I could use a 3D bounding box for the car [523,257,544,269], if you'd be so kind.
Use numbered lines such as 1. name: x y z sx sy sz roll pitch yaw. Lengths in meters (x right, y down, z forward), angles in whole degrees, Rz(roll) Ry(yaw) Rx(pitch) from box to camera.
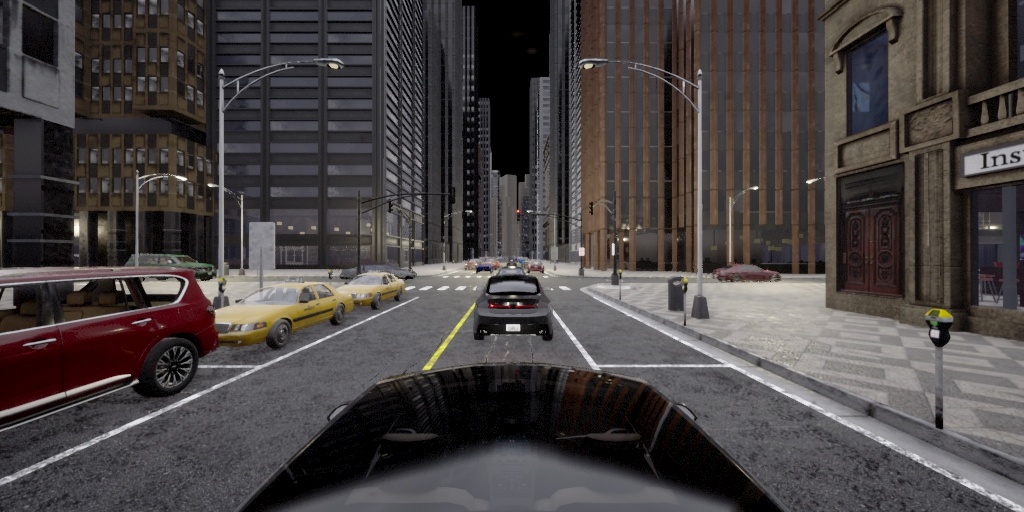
1. car: 2.668 1.196 41.801 1.967 1.591 4.097 0 0 0

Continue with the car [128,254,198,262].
1. car: -25.178 0.887 26.570 5.566 2.045 2.150 1 0 0

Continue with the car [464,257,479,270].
1. car: -5.883 1.199 52.980 1.967 1.591 4.097 0 0 0

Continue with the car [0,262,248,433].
1. car: -5.766 1.065 3.784 2.192 1.841 5.009 0 0 0

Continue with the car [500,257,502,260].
1. car: -3.213 1.115 61.960 2.097 1.767 4.553 0 0 0

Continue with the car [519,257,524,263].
1. car: 2.628 1.312 58.628 2.007 1.370 4.403 0 0 0

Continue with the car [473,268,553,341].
1. car: 0.037 1.255 9.909 1.837 1.490 4.892 0 0 0

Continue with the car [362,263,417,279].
1. car: -9.980 1.270 27.044 5.357 1.411 2.033 0 0 -7

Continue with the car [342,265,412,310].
1. car: -5.792 1.276 14.817 1.751 1.417 4.829 0 0 0

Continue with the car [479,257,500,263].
1. car: -3.205 1.111 52.010 2.097 1.767 4.553 0 0 0

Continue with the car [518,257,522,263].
1. car: 2.615 1.330 64.237 1.948 1.339 4.313 0 0 0

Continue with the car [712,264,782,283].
1. car: 17.566 1.341 26.932 4.674 1.442 1.812 0 0 -1

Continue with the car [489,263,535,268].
1. car: -0.043 1.298 20.238 2.033 1.411 5.357 0 0 0

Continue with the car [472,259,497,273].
1. car: -3.185 1.357 42.316 1.895 1.301 4.718 0 0 0

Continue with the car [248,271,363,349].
1. car: -5.779 1.276 9.215 1.751 1.417 4.829 0 0 0
